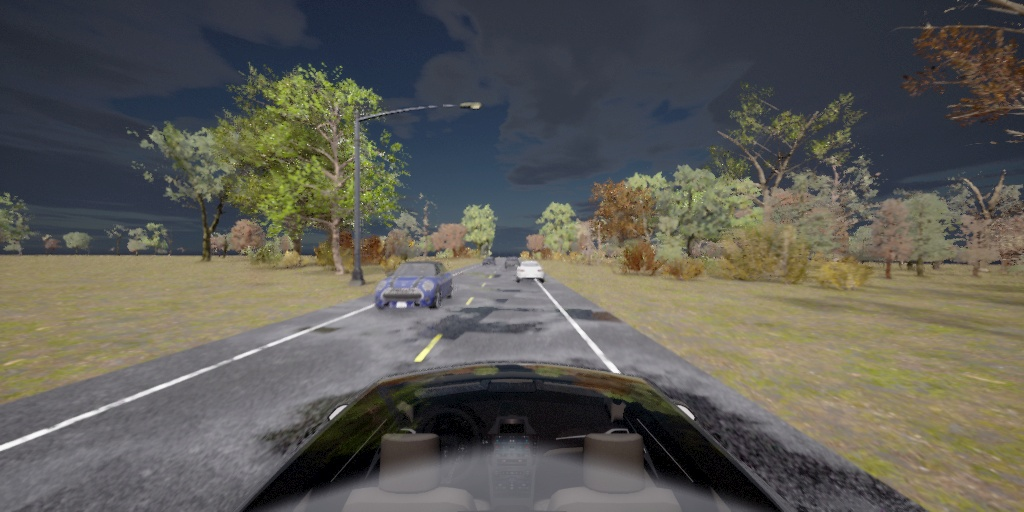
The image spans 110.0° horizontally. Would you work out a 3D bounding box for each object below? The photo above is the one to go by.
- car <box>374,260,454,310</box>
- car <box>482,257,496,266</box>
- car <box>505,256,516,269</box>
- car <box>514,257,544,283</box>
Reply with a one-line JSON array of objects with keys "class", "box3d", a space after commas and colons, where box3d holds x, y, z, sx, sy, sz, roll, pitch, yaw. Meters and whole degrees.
[{"class": "car", "box3d": [-3.597, 0.978, 13.919, 2.097, 1.767, 4.553, 0, 1, 0]}, {"class": "car", "box3d": [-3.553, 0.819, 56.191, 1.994, 1.385, 4.181, 0, 0, 1]}, {"class": "car", "box3d": [0.018, 0.818, 46.358, 2.128, 1.511, 4.902, 0, 0, 1]}, {"class": "car", "box3d": [1.220, 1.042, 25.150, 1.812, 1.442, 4.674, 0, 1, 0]}]
